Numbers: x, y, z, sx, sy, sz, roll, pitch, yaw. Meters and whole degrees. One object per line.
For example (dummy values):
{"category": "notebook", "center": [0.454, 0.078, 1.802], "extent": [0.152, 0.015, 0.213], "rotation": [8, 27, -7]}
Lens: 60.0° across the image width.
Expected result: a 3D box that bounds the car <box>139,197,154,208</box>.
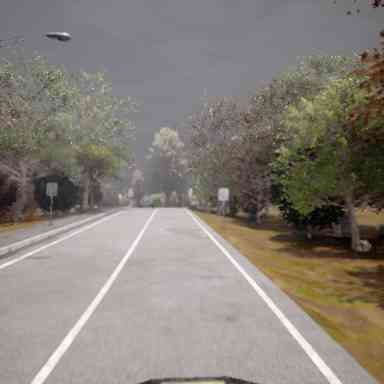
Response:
{"category": "car", "center": [-6.779, 1.472, 50.036], "extent": [2.097, 1.767, 4.553], "rotation": [0, -2, -4]}
